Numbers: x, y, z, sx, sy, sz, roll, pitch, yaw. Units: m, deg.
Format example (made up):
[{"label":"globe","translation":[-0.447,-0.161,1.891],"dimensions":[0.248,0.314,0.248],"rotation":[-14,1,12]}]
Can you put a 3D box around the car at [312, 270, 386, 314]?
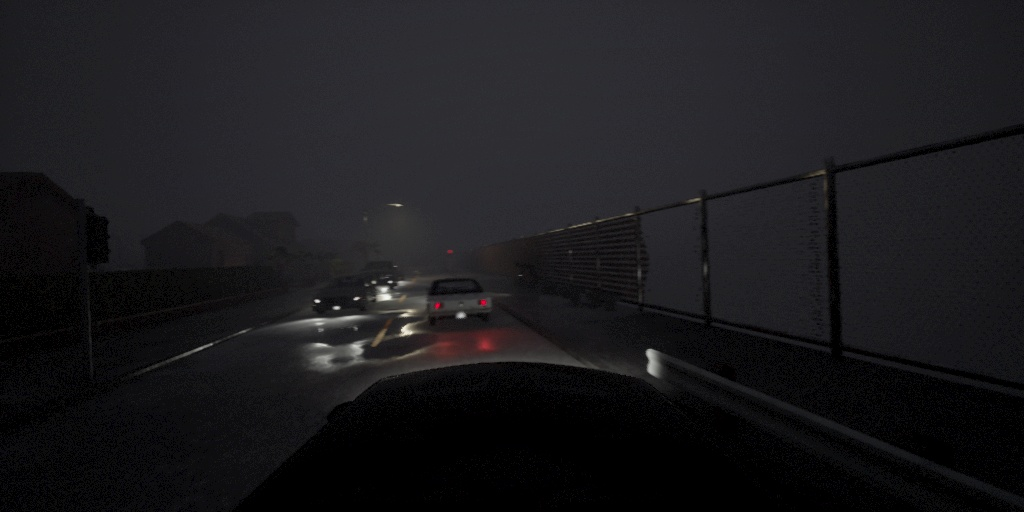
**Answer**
[{"label":"car","translation":[-7.197,1.582,16.030],"dimensions":[2.033,1.411,5.357],"rotation":[-2,0,-13]}]

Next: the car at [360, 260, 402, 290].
[{"label":"car","translation":[-9.520,1.345,25.954],"dimensions":[2.150,2.045,5.566],"rotation":[-2,0,-13]}]

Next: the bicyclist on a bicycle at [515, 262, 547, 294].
[{"label":"bicyclist on a bicycle","translation":[0.784,0.916,17.766],"dimensions":[1.656,1.620,0.582],"rotation":[-34,7,-11]}]

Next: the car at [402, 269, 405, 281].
[{"label":"car","translation":[-11.766,1.775,35.747],"dimensions":[1.994,1.385,4.181],"rotation":[-2,0,-13]}]

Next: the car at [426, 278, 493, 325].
[{"label":"car","translation":[-1.992,1.426,12.399],"dimensions":[1.895,1.301,4.718],"rotation":[-2,0,-14]}]
